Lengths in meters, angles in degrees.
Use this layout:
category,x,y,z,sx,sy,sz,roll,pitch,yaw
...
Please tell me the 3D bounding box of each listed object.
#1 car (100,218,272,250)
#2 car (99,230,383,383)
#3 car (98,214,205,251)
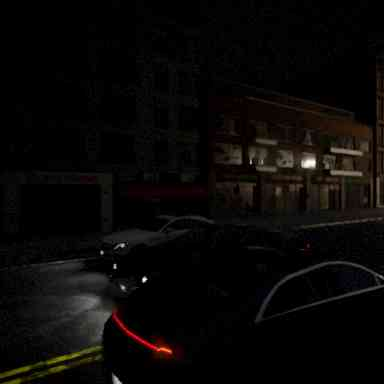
category,x,y,z,sx,sy,sz,roll,pitch,yaw
car,0.770,1.506,8.216,5.357,1.411,2.033,-1,0,-36
car,1.318,1.465,4.354,4.902,1.511,2.128,-1,0,-35
car,-0.741,1.480,11.128,4.674,1.442,1.812,-1,0,-35
